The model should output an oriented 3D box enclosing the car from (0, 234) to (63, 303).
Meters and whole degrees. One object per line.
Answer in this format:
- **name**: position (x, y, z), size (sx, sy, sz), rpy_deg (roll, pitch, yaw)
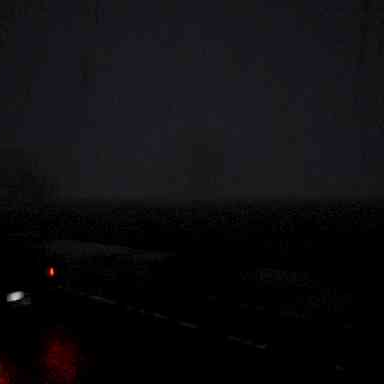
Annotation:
- **car**: position (-4.976, 1.591, 7.323), size (4.718, 1.301, 1.895), rpy_deg (0, 0, 36)
